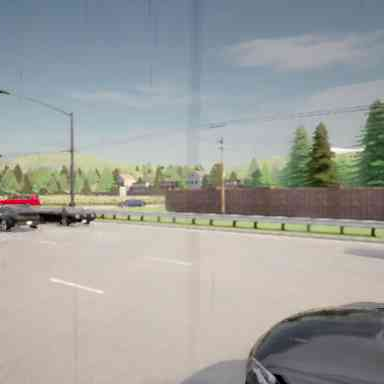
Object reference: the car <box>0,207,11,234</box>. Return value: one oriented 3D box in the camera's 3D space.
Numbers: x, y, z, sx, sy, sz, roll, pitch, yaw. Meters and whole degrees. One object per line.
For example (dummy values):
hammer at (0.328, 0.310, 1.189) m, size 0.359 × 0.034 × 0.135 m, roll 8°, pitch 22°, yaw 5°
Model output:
car at (-11.079, 1.579, 16.267) m, size 4.674 × 1.442 × 1.812 m, roll 0°, pitch 0°, yaw 36°

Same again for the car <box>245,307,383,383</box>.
car at (2.699, 1.484, 2.067) m, size 4.902 × 1.511 × 2.128 m, roll 0°, pitch 0°, yaw 36°

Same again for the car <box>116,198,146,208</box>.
car at (-8.953, 1.643, 48.964) m, size 4.181 × 1.385 × 1.994 m, roll 0°, pitch 0°, yaw -28°

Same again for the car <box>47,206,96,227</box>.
car at (-8.937, 1.654, 23.347) m, size 4.718 × 1.301 × 1.895 m, roll 0°, pitch 0°, yaw 36°

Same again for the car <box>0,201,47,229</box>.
car at (-11.485, 1.564, 20.867) m, size 4.892 × 1.490 × 1.837 m, roll 0°, pitch 0°, yaw 36°

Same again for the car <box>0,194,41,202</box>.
car at (-22.962, 1.344, 43.903) m, size 5.566 × 2.045 × 2.150 m, roll 0°, pitch 0°, yaw -9°
